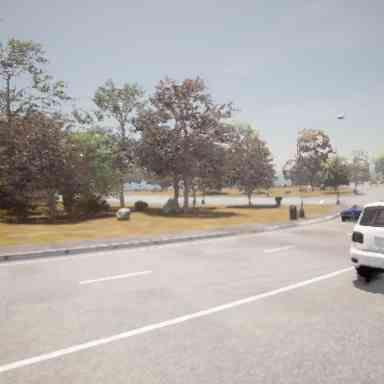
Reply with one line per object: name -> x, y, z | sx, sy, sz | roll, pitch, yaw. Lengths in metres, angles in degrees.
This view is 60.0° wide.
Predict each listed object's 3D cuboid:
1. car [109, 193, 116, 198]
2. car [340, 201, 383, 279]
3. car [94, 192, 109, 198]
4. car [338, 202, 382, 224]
car -> -17.208, 0.444, 66.049 | 4.718, 1.301, 1.895 | 1, 3, 24
car -> 6.403, 1.247, 9.085 | 5.566, 2.045, 2.150 | 0, 0, -41
car -> -18.682, 0.550, 62.875 | 4.674, 1.442, 1.812 | 1, 3, 24
car -> 13.150, 1.562, 25.919 | 1.895, 1.301, 4.718 | -1, 1, 41
